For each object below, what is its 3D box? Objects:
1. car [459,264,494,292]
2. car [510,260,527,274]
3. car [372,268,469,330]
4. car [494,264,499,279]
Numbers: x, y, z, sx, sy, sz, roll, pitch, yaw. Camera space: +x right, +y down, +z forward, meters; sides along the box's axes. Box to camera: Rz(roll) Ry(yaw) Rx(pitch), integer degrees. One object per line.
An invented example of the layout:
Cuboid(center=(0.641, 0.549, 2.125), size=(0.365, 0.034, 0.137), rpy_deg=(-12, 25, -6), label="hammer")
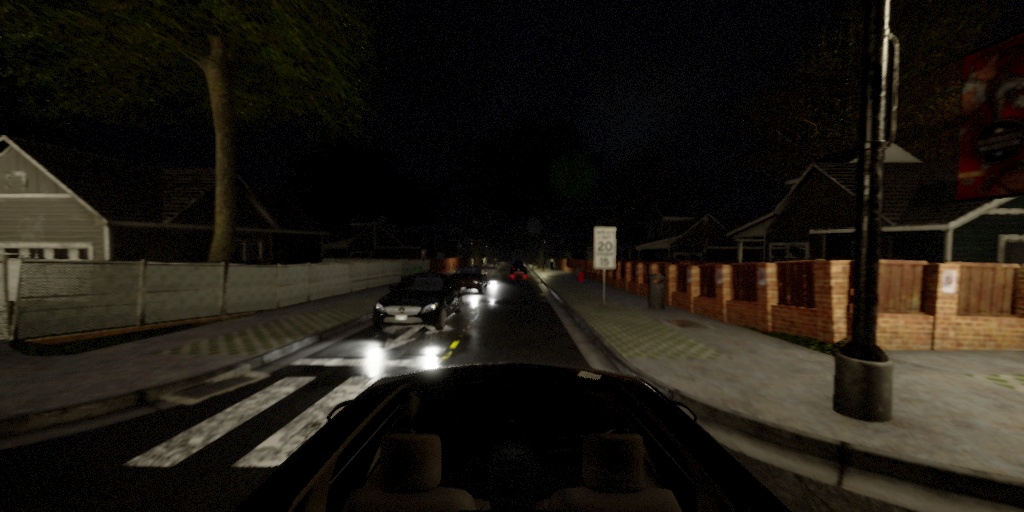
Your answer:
Cuboid(center=(-2.480, 1.280, 21.451), size=(2.033, 1.411, 5.357), rpy_deg=(0, 0, 1), label="car")
Cuboid(center=(0.764, 1.293, 41.394), size=(1.812, 1.442, 4.674), rpy_deg=(0, 0, 1), label="car")
Cuboid(center=(-2.695, 1.268, 11.230), size=(1.812, 1.442, 4.674), rpy_deg=(0, 0, 1), label="car")
Cuboid(center=(-2.251, 1.336, 32.121), size=(1.895, 1.301, 4.718), rpy_deg=(0, 0, 1), label="car")
